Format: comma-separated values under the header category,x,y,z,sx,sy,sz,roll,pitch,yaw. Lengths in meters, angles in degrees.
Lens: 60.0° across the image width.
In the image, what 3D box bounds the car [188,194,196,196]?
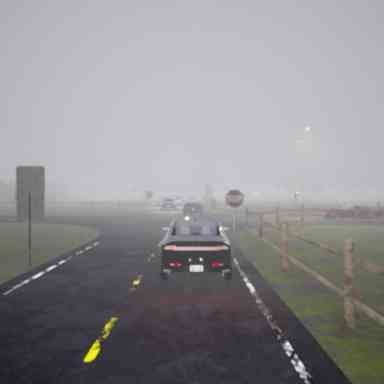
category,x,y,z,sx,sy,sz,roll,pitch,yaw
car,0.013,1.469,72.472,1.895,1.301,4.718,0,0,0

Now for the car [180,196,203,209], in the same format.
category,x,y,z,sx,sy,sz,roll,pitch,yaw
car,0.105,1.425,32.760,1.882,1.535,5.008,0,0,0

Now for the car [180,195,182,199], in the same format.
category,x,y,z,sx,sy,sz,roll,pitch,yaw
car,-2.804,1.515,53.570,1.895,1.301,4.718,0,0,0

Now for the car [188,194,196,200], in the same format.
category,x,y,z,sx,sy,sz,roll,pitch,yaw
car,0.014,1.220,82.443,1.812,1.442,4.674,0,0,0

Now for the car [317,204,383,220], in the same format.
category,x,y,z,sx,sy,sz,roll,pitch,yaw
car,12.929,1.671,27.394,4.718,1.301,1.895,0,0,1

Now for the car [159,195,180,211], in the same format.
category,x,y,z,sx,sy,sz,roll,pitch,yaw
car,-2.796,1.440,40.338,1.837,1.490,4.892,0,0,-1

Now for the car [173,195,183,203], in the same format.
category,x,y,z,sx,sy,sz,roll,pitch,yaw
car,-2.738,1.369,67.286,1.882,1.535,5.008,0,0,0

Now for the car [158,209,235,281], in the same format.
category,x,y,z,sx,sy,sz,roll,pitch,yaw
car,0.103,1.475,9.761,2.128,1.511,4.902,0,0,0
